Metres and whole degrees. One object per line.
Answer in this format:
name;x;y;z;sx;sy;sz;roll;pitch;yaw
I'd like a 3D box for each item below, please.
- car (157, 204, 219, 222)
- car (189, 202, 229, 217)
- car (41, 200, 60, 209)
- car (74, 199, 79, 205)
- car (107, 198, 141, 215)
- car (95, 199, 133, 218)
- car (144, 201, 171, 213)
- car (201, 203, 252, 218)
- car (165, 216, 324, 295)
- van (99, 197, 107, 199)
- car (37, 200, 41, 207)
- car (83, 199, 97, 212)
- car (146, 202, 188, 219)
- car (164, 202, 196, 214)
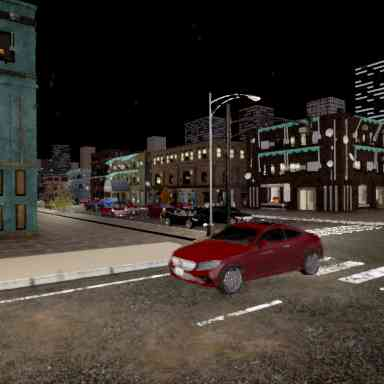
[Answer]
car;-0.381;1.815;23.774;1.947;1.339;4.313;-1;0;-35
car;1.736;1.810;35.496;2.008;1.369;4.403;-2;0;-35
car;-24.195;2.234;57.618;1.752;1.417;4.829;-1;0;-35
car;-27.049;2.365;76.154;1.947;1.339;4.313;-1;0;-35
car;-7.819;1.765;38.995;2.097;1.767;4.553;-1;0;-35
car;-8.303;1.847;35.169;1.967;1.590;4.097;-1;0;-35
car;-4.659;1.967;44.531;1.802;1.307;4.206;-1;0;-35
car;2.447;1.735;24.495;1.812;1.442;4.674;-1;0;-37
car;1.617;1.525;8.815;4.674;1.442;1.812;0;0;-35
van;-14.260;1.908;58.083;1.690;1.788;3.998;-1;0;-35
car;-30.690;2.377;66.793;2.008;1.369;4.403;-1;0;-35
car;-13.798;2.075;47.502;2.033;1.411;5.357;-1;0;-35
car;-2.663;1.875;31.710;1.994;1.385;4.181;-1;0;-35
car;-1.462;1.904;40.014;1.802;1.307;4.206;-2;0;-35
